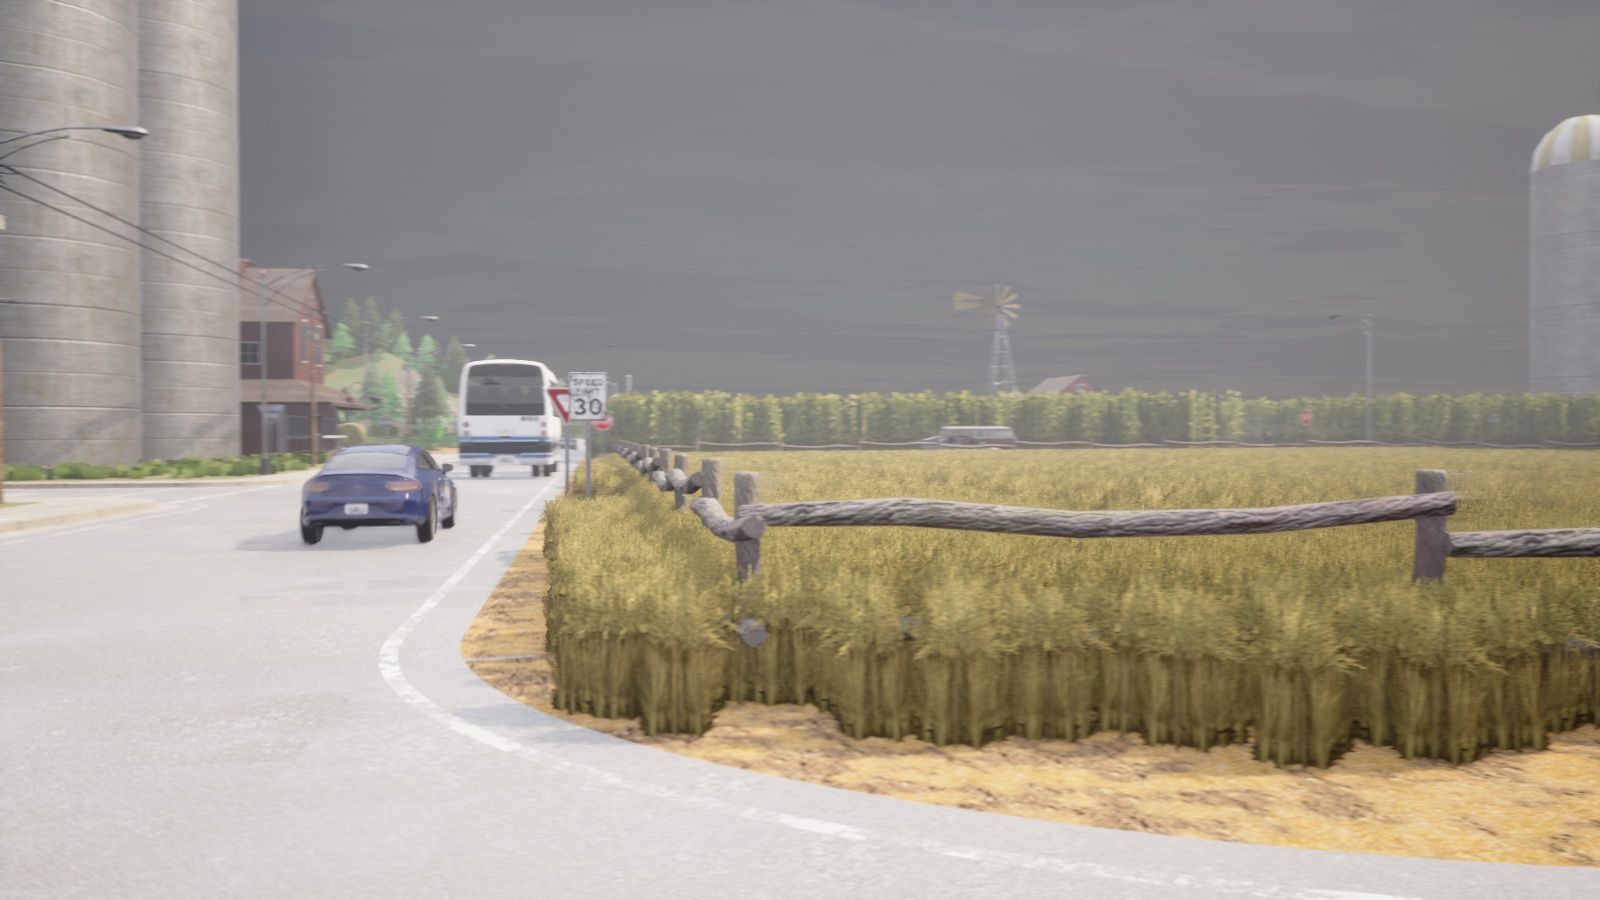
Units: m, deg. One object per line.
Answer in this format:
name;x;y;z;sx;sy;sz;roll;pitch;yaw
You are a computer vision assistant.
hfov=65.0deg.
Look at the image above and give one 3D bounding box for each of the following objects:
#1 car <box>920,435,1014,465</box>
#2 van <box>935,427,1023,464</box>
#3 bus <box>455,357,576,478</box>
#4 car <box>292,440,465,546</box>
car;8.680;-0.010;65.500;4.514;1.525;2.007;0;1;-8
van;9.783;-0.244;68.795;4.442;1.987;1.775;0;1;-8
bus;-10.988;-1.226;49.632;3.944;4.253;10.273;0;1;-9
car;-6.465;0.573;19.748;1.812;1.442;4.674;0;1;-9
